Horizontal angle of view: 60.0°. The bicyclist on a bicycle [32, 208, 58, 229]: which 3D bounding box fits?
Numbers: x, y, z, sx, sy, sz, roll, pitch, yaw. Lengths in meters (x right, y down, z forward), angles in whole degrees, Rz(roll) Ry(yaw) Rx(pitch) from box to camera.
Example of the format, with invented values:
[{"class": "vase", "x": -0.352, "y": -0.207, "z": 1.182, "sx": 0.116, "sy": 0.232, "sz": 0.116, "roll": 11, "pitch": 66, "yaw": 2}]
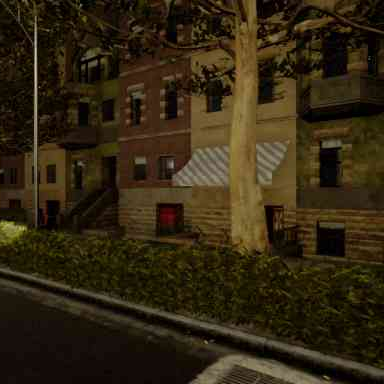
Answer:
[{"class": "bicyclist on a bicycle", "x": -4.729, "y": 1.339, "z": 10.517, "sx": 0.582, "sy": 1.620, "sz": 1.656, "roll": 0, "pitch": -4, "yaw": 34}]
